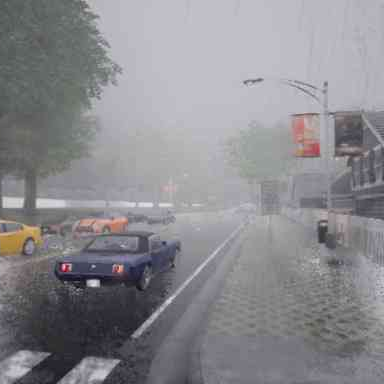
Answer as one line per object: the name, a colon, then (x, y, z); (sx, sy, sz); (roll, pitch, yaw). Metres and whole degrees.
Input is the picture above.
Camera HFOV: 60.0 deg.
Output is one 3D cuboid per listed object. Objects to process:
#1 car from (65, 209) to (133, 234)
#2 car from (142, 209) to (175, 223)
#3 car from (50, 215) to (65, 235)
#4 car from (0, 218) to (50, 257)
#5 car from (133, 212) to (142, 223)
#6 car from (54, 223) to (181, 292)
car: (-5.861, 1.996, 21.610); (2.097, 1.767, 4.553); (-1, -2, 12)
car: (-3.138, 2.595, 34.356); (1.837, 1.490, 4.892); (-1, 0, 13)
car: (-8.880, 2.277, 22.976); (1.994, 1.385, 4.181); (-1, -2, 12)
car: (-7.810, 1.799, 12.368); (1.882, 1.535, 5.008); (-1, -2, 12)
car: (-6.374, 2.733, 34.779); (1.895, 1.301, 4.718); (-1, -2, 12)
car: (-1.684, 1.770, 9.408); (1.895, 1.301, 4.718); (-1, -2, 12)
